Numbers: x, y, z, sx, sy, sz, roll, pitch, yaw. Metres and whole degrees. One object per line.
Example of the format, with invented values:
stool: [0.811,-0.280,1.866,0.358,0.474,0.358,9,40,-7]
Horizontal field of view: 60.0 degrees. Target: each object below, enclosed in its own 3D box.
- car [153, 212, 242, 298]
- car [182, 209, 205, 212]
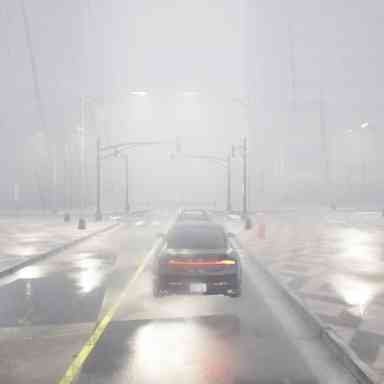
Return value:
car: [0.103,1.502,8.510,1.837,1.490,4.892,0,0,0]
car: [0.066,1.556,17.413,1.994,1.385,4.181,0,0,1]
